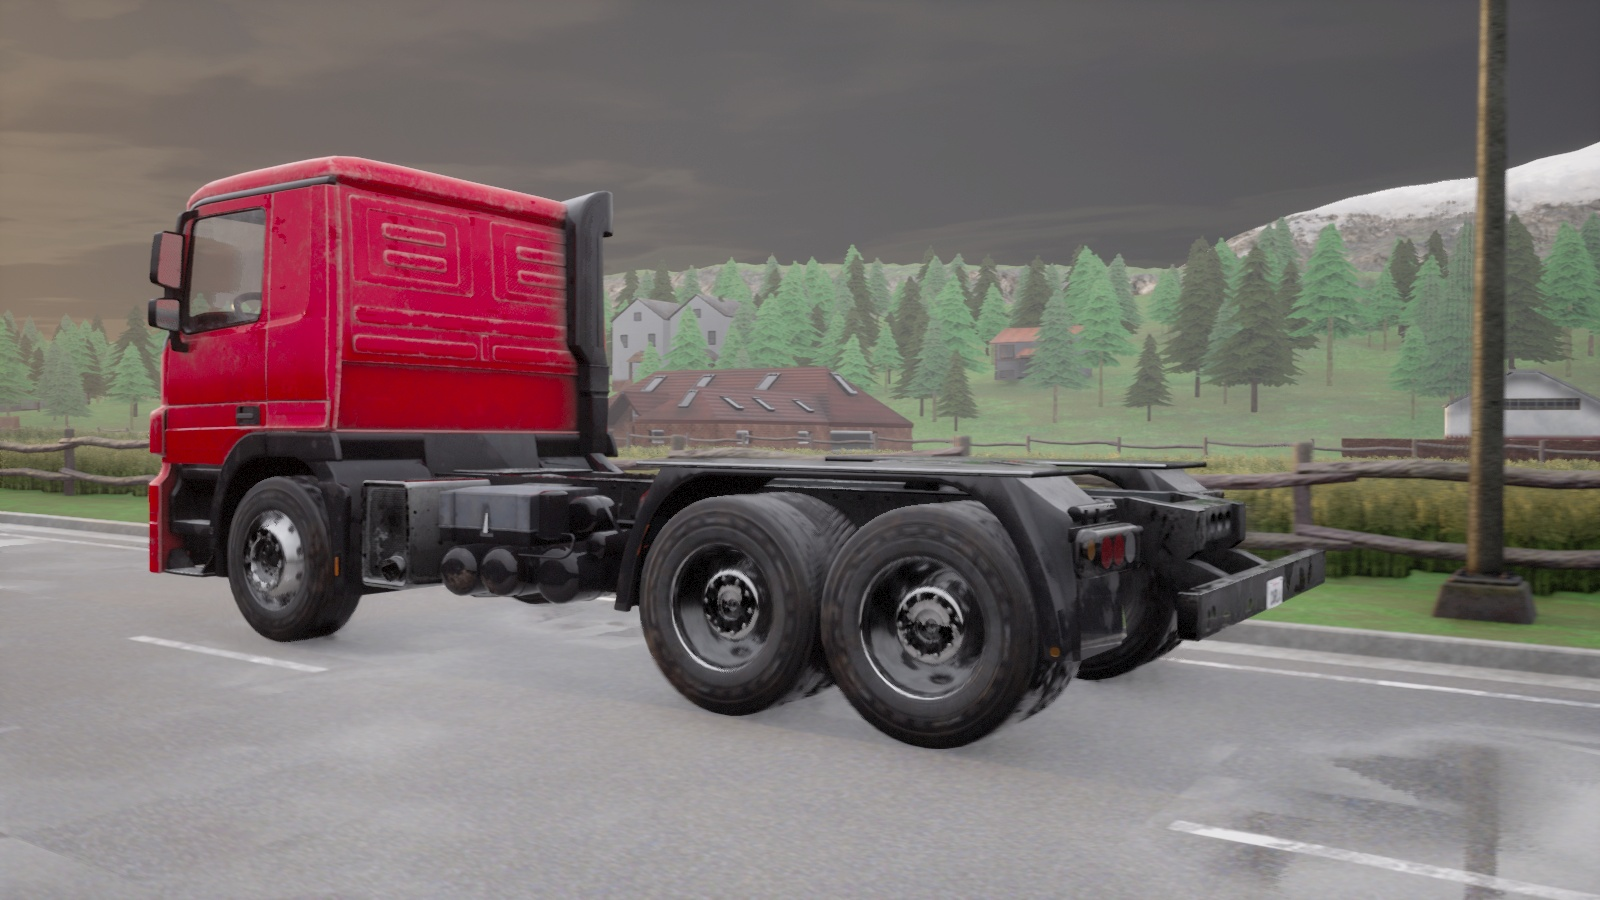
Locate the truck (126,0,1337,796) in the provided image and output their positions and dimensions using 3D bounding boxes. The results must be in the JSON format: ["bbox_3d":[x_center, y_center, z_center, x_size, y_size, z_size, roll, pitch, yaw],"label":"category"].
[{"bbox_3d":[-0.924,-0.357,8.442,7.936,3.462,2.891,0,1,33],"label":"truck"}]
